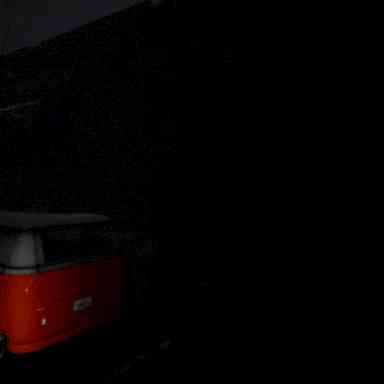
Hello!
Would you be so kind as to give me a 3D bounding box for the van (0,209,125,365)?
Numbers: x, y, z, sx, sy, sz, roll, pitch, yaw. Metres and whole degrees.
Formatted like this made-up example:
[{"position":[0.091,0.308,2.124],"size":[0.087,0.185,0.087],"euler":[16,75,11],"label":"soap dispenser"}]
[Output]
[{"position":[-3.288,1.304,5.870],"size":[4.442,1.987,1.878],"euler":[-1,0,35],"label":"van"}]
